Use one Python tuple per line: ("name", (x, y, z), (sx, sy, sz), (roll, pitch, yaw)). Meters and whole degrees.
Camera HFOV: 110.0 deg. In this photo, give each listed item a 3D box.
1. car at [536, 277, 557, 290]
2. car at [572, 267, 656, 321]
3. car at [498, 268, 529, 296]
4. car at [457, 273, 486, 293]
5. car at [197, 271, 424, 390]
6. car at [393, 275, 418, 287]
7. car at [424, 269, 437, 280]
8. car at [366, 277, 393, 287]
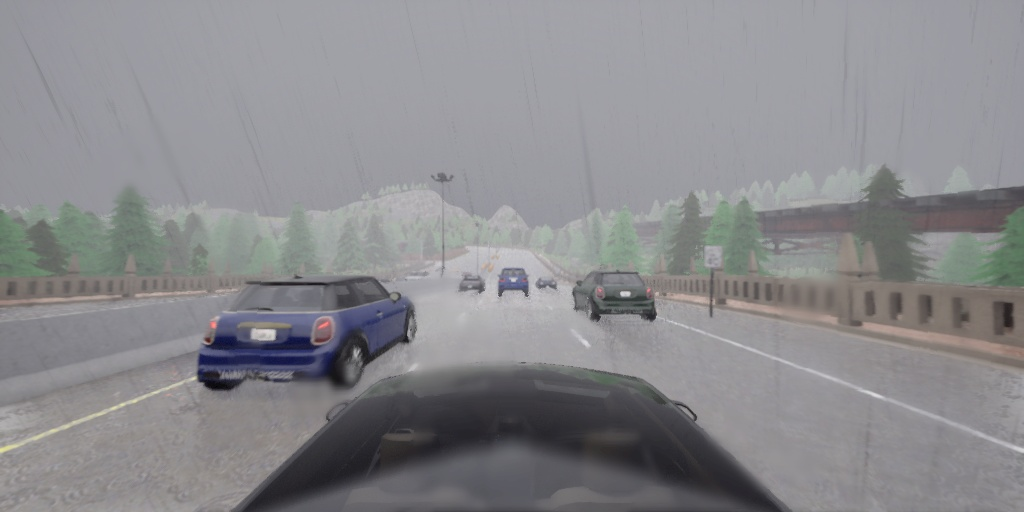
("car", (3.607, 2.932, 38.555), (1.895, 1.301, 4.718), (0, -3, 0))
("car", (3.602, 1.328, 13.507), (2.097, 1.767, 4.553), (0, -2, 0))
("car", (0.105, 1.945, 27.444), (2.150, 2.045, 5.566), (0, -3, 0))
("car", (-3.393, 2.442, 31.603), (2.128, 1.511, 4.902), (0, -3, 0))
("car", (-3.400, 1.138, 7.039), (2.097, 1.767, 4.553), (0, -1, 0))
("car", (-14.062, 3.336, 47.650), (1.837, 1.490, 4.892), (0, -4, 0))
("car", (-10.576, 2.681, 40.863), (2.150, 2.045, 5.566), (0, -3, 0))
("car", (-17.563, 3.436, 47.752), (1.895, 1.301, 4.718), (0, -3, 0))
